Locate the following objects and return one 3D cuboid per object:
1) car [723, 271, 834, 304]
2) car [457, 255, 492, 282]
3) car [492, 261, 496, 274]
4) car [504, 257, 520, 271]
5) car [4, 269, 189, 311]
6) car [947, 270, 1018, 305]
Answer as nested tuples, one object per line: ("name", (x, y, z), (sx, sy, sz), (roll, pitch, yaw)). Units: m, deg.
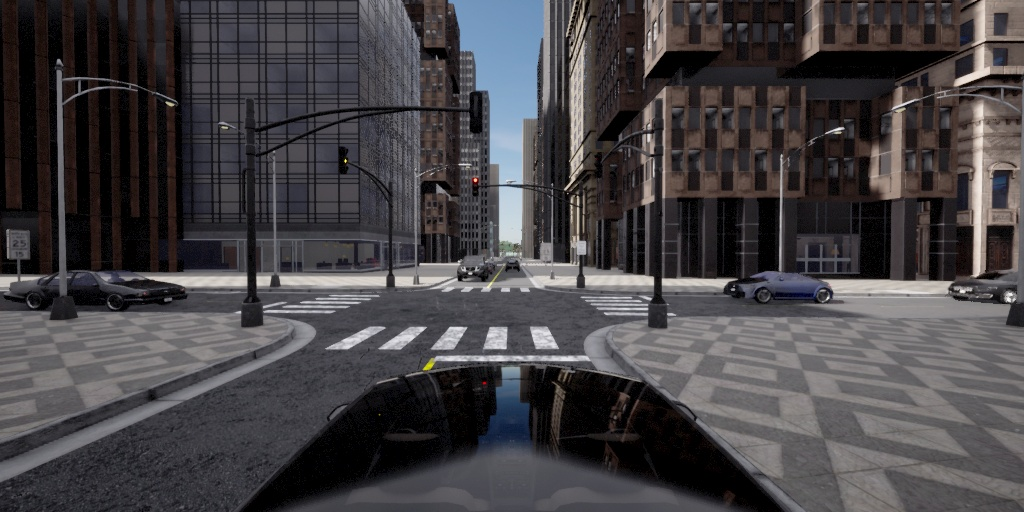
("car", (12.227, 1.389, 16.604), (4.181, 1.385, 1.994), (0, 1, 0))
("car", (-3.112, 0.958, 29.570), (2.150, 2.045, 5.566), (0, 0, 0))
("car", (-3.109, 1.291, 39.596), (1.994, 1.385, 4.181), (0, 0, 0))
("car", (0.078, 1.223, 48.259), (1.837, 1.490, 4.892), (0, 0, 0))
("car", (-15.372, 1.203, 13.377), (5.357, 1.411, 2.033), (1, 1, 2))
("car", (23.308, 1.411, 16.628), (4.892, 1.490, 1.837), (0, 1, 0))
